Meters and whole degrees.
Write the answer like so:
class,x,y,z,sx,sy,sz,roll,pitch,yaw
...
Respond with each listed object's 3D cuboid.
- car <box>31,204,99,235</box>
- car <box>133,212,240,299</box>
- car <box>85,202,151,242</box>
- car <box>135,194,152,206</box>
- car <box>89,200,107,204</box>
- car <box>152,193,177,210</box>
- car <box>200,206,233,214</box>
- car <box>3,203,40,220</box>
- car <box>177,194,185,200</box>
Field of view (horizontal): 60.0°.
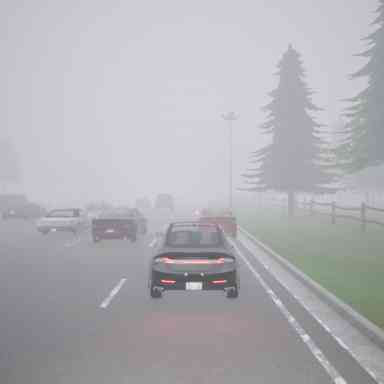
class,x,y,z,sx,sy,sz,roll,pitch,yaw
car,-6.890,1.601,18.843,1.895,1.301,4.718,0,0,0
car,0.057,1.492,8.457,2.128,1.511,4.902,0,0,0
car,-3.391,1.477,16.308,1.882,1.535,5.008,0,0,0
car,-6.874,1.491,47.127,2.128,1.511,4.902,0,0,0
car,-10.380,1.601,37.379,1.895,1.301,4.718,0,0,0
car,-3.376,1.221,42.146,2.150,2.045,5.566,0,0,0
car,1.234,1.478,17.799,1.882,1.535,5.008,0,0,0
car,-13.884,1.564,27.842,1.994,1.385,4.181,0,0,0
car,-3.452,1.500,88.563,1.837,1.490,4.892,0,0,0
